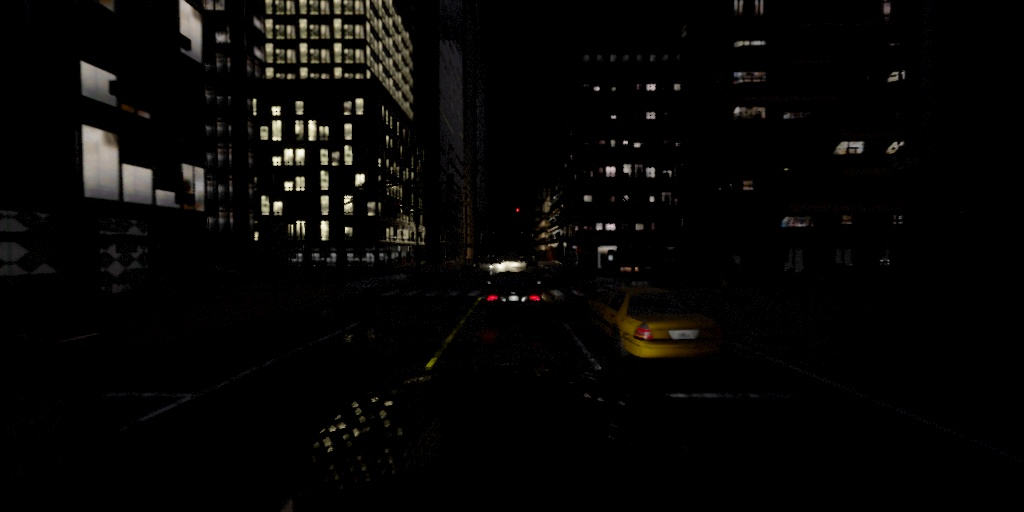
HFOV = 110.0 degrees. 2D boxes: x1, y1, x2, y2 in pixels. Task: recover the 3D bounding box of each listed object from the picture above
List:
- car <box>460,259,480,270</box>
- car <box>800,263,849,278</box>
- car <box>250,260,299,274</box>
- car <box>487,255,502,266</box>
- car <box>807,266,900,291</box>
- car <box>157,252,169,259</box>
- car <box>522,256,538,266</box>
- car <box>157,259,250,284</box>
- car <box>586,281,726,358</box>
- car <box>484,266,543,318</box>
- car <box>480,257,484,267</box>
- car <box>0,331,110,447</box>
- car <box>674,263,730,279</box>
[{"bbox_3d":[-5.530,1.037,45.849,1.751,1.417,4.829,0,0,0],"label":"car"},{"bbox_3d":[27.481,1.311,30.928,4.507,1.381,1.888,0,0,1],"label":"car"},{"bbox_3d":[-21.558,0.873,31.758,4.829,1.417,1.751,0,0,1],"label":"car"},{"bbox_3d":[-2.816,0.926,62.877,1.837,1.490,4.892,0,0,1],"label":"car"},{"bbox_3d":[21.792,1.467,22.648,4.313,1.339,1.948,0,0,1],"label":"car"},{"bbox_3d":[-33.504,0.554,32.006,5.009,1.841,2.192,0,0,1],"label":"car"},{"bbox_3d":[2.871,1.032,51.643,2.007,1.370,4.403,0,0,0],"label":"car"},{"bbox_3d":[-20.208,1.090,23.420,4.403,1.370,2.007,0,0,1],"label":"car"},{"bbox_3d":[2.843,1.241,8.204,1.751,1.417,4.829,0,0,0],"label":"car"},{"bbox_3d":[0.068,1.238,12.697,2.033,1.411,5.357,0,0,1],"label":"car"},{"bbox_3d":[-5.509,1.047,51.673,1.948,1.339,4.313,0,0,0],"label":"car"},{"bbox_3d":[-5.818,1.291,2.478,1.888,1.381,4.507,0,0,0],"label":"car"},{"bbox_3d":[16.416,1.223,31.123,4.403,1.370,2.007,0,0,1],"label":"car"}]
